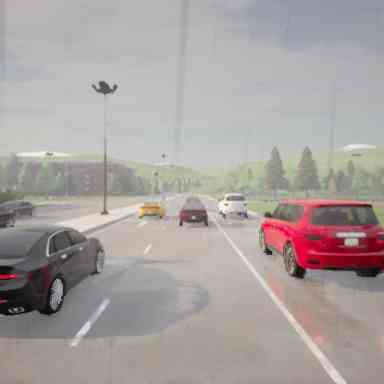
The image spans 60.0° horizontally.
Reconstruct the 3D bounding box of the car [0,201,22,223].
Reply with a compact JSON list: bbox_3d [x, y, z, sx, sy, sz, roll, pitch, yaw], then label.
[{"bbox_3d":[-11.573,1.466,17.996,1.882,1.535,5.008,0,0,0],"label":"car"}]

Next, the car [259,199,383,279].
[{"bbox_3d":[3.603,1.215,10.189,2.150,2.045,5.566,0,0,0],"label":"car"}]

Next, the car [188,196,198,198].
[{"bbox_3d":[0.112,1.327,40.739,2.097,1.767,4.553,0,0,0],"label":"car"}]

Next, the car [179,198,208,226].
[{"bbox_3d":[0.107,1.463,23.467,1.882,1.535,5.008,0,0,0],"label":"car"}]

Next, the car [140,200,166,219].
[{"bbox_3d":[-3.391,1.459,29.296,1.882,1.535,5.008,0,0,0],"label":"car"}]

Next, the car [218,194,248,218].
[{"bbox_3d":[3.609,1.202,29.874,2.150,2.045,5.566,0,0,0],"label":"car"}]

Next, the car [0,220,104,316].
[{"bbox_3d":[-3.395,1.500,7.515,1.837,1.490,4.892,0,0,0],"label":"car"}]

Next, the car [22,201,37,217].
[{"bbox_3d":[-14.991,1.523,28.250,1.837,1.490,4.892,0,0,0],"label":"car"}]
